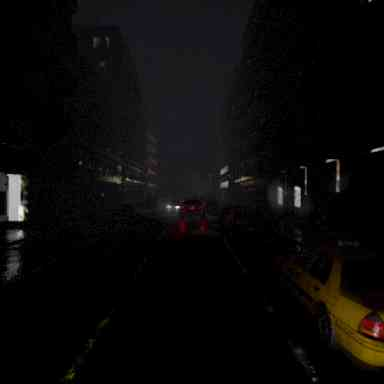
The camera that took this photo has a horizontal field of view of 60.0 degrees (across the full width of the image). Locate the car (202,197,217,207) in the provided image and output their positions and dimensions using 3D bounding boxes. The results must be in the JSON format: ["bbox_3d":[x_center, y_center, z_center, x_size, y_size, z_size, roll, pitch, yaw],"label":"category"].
[{"bbox_3d":[2.613,1.535,51.118,2.008,1.369,4.403,0,0,0],"label":"car"}]

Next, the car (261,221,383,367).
[{"bbox_3d":[2.683,1.517,5.992,1.752,1.417,4.829,0,0,0],"label":"car"}]

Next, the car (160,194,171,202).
[{"bbox_3d":[-5.804,1.316,73.773,2.192,1.841,5.009,0,0,0],"label":"car"}]

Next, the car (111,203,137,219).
[{"bbox_3d":[-5.733,1.569,28.475,1.802,1.307,4.206,0,0,0],"label":"car"}]

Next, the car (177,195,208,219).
[{"bbox_3d":[0.033,1.337,29.430,2.097,1.767,4.553,0,0,0],"label":"car"}]

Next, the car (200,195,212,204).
[{"bbox_3d":[2.595,1.427,62.441,1.967,1.590,4.097,0,0,0],"label":"car"}]

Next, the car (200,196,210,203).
[{"bbox_3d":[2.586,1.572,68.104,1.802,1.307,4.206,0,0,0],"label":"car"}]

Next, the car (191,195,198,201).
[{"bbox_3d":[0.761,1.491,91.238,1.801,1.575,5.366,0,0,0],"label":"car"}]

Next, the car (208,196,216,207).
[{"bbox_3d":[2.622,1.535,45.455,2.008,1.369,4.403,0,0,0],"label":"car"}]

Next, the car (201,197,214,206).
[{"bbox_3d":[2.604,1.529,56.781,1.887,1.381,4.507,0,0,0],"label":"car"}]

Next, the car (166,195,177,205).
[{"bbox_3d":[-3.143,1.587,56.680,1.895,1.301,4.718,0,0,0],"label":"car"}]

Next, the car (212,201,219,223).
[{"bbox_3d":[2.657,1.529,22.805,1.887,1.381,4.507,0,0,0],"label":"car"}]

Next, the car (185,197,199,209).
[{"bbox_3d":[0.014,1.511,46.167,1.812,1.442,4.674,0,0,0],"label":"car"}]

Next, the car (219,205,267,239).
[{"bbox_3d":[2.665,1.530,17.144,1.887,1.381,4.507,0,0,0],"label":"car"}]

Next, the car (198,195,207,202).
[{"bbox_3d":[2.568,1.449,79.424,1.967,1.590,4.097,0,0,0],"label":"car"}]

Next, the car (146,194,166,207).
[{"bbox_3d":[-5.768,1.302,51.126,2.192,1.841,5.009,0,0,0],"label":"car"}]

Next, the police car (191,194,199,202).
[{"bbox_3d":[0.677,1.438,81.138,1.930,1.638,5.238,0,0,-2],"label":"police car"}]

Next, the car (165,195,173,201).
[{"bbox_3d":[-5.822,1.568,85.096,1.887,1.381,4.507,0,0,0],"label":"car"}]
